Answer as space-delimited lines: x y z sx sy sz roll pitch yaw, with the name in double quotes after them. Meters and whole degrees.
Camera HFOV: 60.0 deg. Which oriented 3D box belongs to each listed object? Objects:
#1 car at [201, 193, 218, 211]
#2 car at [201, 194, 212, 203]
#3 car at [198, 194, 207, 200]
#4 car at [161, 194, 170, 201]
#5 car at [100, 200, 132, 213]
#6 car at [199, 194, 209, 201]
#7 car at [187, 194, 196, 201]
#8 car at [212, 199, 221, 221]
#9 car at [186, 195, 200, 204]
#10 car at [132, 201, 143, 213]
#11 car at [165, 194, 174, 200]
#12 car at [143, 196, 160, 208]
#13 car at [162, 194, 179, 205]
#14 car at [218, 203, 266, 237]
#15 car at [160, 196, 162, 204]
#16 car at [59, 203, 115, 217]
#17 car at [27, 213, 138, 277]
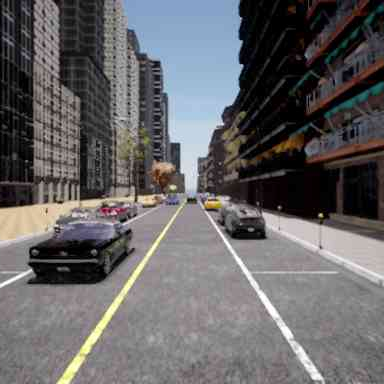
2.335 1.281 38.326 1.801 1.575 5.366 0 0 0 "car"
2.665 1.173 61.597 1.967 1.590 4.097 0 0 0 "car"
2.657 1.205 83.729 2.008 1.369 4.403 0 0 0 "car"
-5.719 1.217 72.490 1.752 1.417 4.829 0 0 0 "car"
-5.699 1.332 22.867 1.967 1.590 4.097 0 0 0 "car"
2.661 1.243 72.663 2.008 1.369 4.403 0 0 0 "car"
-0.027 1.197 72.232 1.895 1.301 4.718 0 0 0 "car"
2.681 1.443 22.870 2.008 1.369 4.403 0 0 0 "car"
-0.022 1.240 57.486 2.128 1.511 4.902 0 0 0 "car"
-5.702 1.417 28.399 2.008 1.369 4.403 0 0 0 "car"
-5.724 1.198 83.725 1.887 1.381 4.507 0 0 0 "car"
-5.708 1.322 44.827 1.752 1.417 4.829 0 0 0 "car"
-3.087 1.120 52.362 2.097 1.767 4.553 0 0 0 "car"
2.683 1.469 17.337 2.008 1.369 4.403 0 0 0 "car"
-5.713 1.335 56.063 1.802 1.307 4.206 0 0 0 "car"
-5.697 1.468 17.335 2.008 1.369 4.403 0 0 0 "car"
-3.105 1.551 10.238 1.895 1.301 4.718 0 0 0 "car"
